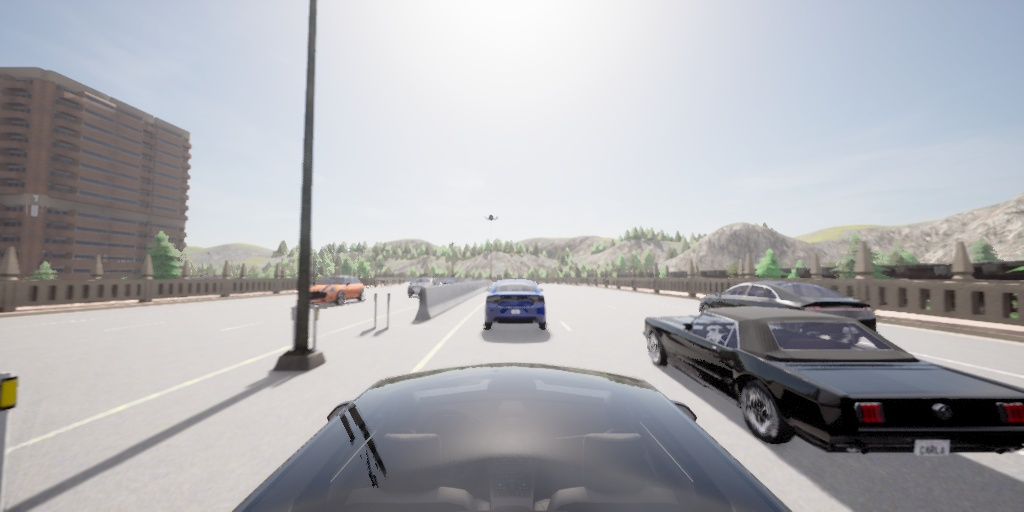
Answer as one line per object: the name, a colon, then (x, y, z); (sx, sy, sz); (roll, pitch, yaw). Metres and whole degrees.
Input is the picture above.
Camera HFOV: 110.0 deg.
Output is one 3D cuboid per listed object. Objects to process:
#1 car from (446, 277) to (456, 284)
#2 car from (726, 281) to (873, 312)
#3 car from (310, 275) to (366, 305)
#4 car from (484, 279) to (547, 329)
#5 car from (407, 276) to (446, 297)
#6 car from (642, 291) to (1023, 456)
car: (-10.949, 4.512, 63.077); (1.882, 1.535, 5.008); (0, -3, -4)
car: (7.102, 1.446, 9.964); (2.128, 1.511, 4.902); (0, -2, 0)
car: (-10.594, 1.947, 21.494); (2.097, 1.767, 4.553); (0, -3, 0)
car: (0.103, 1.557, 12.600); (1.882, 1.535, 5.008); (0, -3, 0)
car: (-7.090, 2.538, 29.198); (2.128, 1.511, 4.902); (0, -3, 0)
car: (3.601, 1.406, 5.296); (1.895, 1.301, 4.718); (0, -1, 0)
